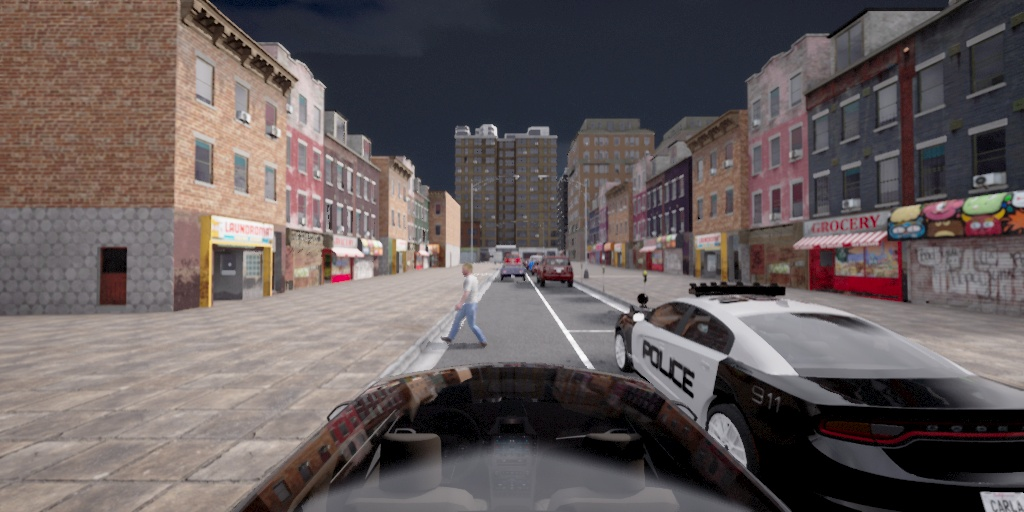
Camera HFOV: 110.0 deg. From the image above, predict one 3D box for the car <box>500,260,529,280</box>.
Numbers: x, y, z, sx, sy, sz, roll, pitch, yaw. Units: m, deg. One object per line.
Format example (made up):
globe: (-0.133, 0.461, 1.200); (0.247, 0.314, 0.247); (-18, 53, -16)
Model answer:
car: (0.090, 1.179, 28.324); (1.895, 1.301, 4.718); (0, 0, 0)

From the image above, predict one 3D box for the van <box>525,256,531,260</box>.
van: (2.655, 0.870, 39.136); (1.690, 1.789, 3.998); (0, 0, 0)

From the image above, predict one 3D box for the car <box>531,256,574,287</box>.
car: (2.648, 0.922, 22.823); (2.192, 1.841, 5.009); (0, 0, 0)

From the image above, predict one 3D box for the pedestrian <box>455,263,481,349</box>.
pedestrian: (-0.916, 1.000, 7.617); (0.375, 1.860, 0.375); (1, -1, 0)

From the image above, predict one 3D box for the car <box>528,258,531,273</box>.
car: (2.652, 1.134, 33.698); (1.802, 1.307, 4.207); (0, 0, 0)

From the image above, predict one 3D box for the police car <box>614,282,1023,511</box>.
police car: (2.751, 1.154, 4.584); (1.930, 1.638, 5.238); (0, 0, 0)

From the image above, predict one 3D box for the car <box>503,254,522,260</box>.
car: (0.093, 0.728, 44.992); (2.150, 2.045, 5.566); (0, 0, 0)
